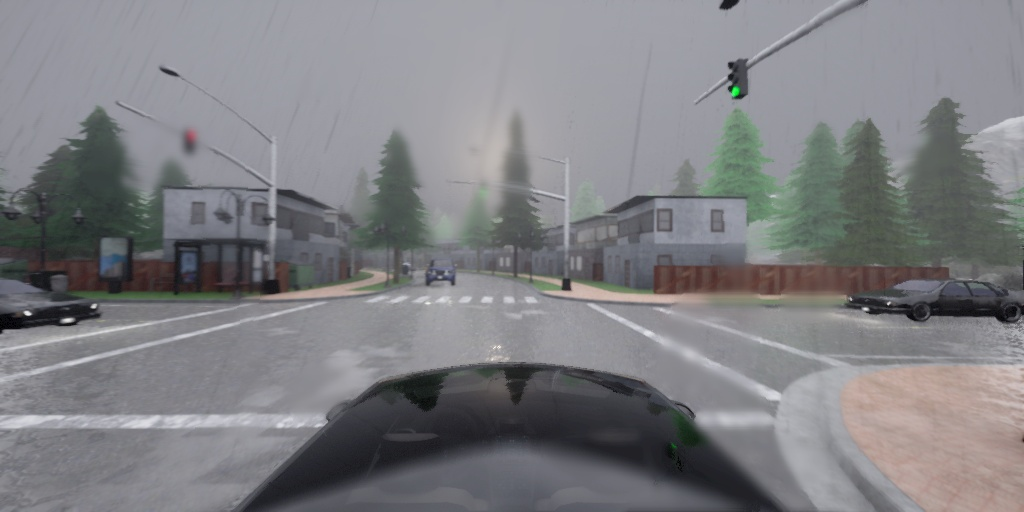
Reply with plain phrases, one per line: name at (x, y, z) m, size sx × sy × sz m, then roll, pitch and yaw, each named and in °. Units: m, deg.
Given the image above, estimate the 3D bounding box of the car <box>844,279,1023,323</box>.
car at (15.274, 1.523, 12.798) m, size 5.357 × 1.411 × 2.033 m, roll 0°, pitch -1°, yaw 0°

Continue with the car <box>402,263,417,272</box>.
car at (-16.557, 1.758, 56.447) m, size 1.812 × 1.442 × 4.674 m, roll 1°, pitch -1°, yaw -35°

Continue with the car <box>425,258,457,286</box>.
car at (-5.575, 1.209, 28.527) m, size 2.150 × 2.045 × 5.566 m, roll 1°, pitch -1°, yaw -9°

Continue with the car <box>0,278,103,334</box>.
car at (-14.182, 1.268, 9.332) m, size 5.357 × 1.411 × 2.033 m, roll 0°, pitch -1°, yaw 0°
